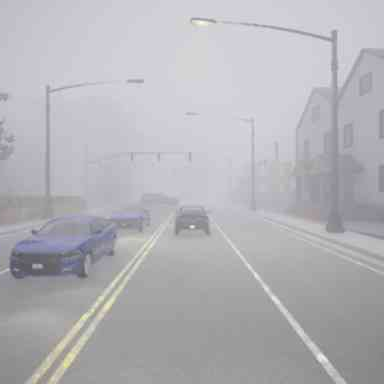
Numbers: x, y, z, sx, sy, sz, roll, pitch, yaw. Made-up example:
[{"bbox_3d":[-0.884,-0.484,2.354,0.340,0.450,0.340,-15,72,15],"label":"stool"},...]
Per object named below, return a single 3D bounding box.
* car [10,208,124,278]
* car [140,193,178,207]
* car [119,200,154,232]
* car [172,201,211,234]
[{"bbox_3d":[-3.651,1.474,10.333,1.882,1.535,5.008,0,0,0],"label":"car"},{"bbox_3d":[-4.640,1.146,47.695,5.566,2.045,2.150,0,0,1],"label":"car"},{"bbox_3d":[-3.699,1.465,20.406,1.882,1.535,5.008,0,0,0],"label":"car"},{"bbox_3d":[-0.006,1.487,19.026,1.837,1.490,4.892,0,0,0],"label":"car"}]
